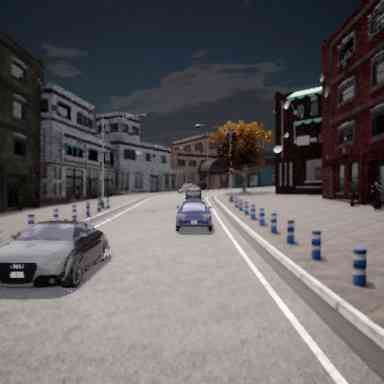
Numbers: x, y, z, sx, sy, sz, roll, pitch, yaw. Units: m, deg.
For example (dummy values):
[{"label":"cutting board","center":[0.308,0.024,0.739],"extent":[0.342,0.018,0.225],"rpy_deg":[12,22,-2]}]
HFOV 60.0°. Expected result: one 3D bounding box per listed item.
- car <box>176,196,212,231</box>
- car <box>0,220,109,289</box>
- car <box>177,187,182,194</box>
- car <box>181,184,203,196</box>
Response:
[{"label":"car","center":[0.109,1.181,17.973],"extent":[1.812,1.442,4.674],"rpy_deg":[0,2,0]},{"label":"car","center":[-3.602,1.479,8.833],"extent":[1.994,1.385,4.181],"rpy_deg":[0,1,0]},{"label":"car","center":[-0.588,-0.498,52.527],"extent":[2.128,1.511,4.902],"rpy_deg":[0,3,29]},{"label":"car","center":[0.272,0.130,39.816],"extent":[2.128,1.511,4.902],"rpy_deg":[0,3,3]}]
